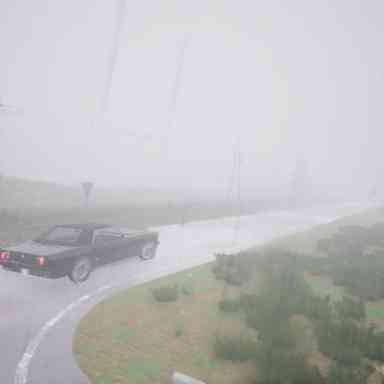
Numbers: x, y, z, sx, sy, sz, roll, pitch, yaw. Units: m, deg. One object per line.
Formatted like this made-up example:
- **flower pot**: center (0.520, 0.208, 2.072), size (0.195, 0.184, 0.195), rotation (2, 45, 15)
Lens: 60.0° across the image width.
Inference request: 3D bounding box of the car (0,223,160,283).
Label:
- **car**: center (-2.864, 1.551, 9.694), size (1.895, 1.301, 4.718), rotation (1, 1, 27)
